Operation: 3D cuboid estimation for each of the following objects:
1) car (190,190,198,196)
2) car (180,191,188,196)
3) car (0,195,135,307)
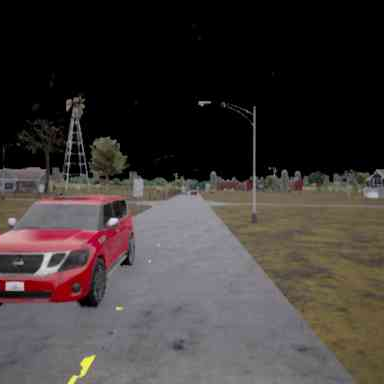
[{"bbox_3d":[0.505,0.189,93.201,1.882,1.535,5.008,0,1,0],"label":"car"},{"bbox_3d":[-2.246,0.275,93.031,1.994,1.385,4.181,0,1,0],"label":"car"},{"bbox_3d":[-2.808,1.115,8.063,2.150,2.045,5.566,0,1,0],"label":"car"}]
